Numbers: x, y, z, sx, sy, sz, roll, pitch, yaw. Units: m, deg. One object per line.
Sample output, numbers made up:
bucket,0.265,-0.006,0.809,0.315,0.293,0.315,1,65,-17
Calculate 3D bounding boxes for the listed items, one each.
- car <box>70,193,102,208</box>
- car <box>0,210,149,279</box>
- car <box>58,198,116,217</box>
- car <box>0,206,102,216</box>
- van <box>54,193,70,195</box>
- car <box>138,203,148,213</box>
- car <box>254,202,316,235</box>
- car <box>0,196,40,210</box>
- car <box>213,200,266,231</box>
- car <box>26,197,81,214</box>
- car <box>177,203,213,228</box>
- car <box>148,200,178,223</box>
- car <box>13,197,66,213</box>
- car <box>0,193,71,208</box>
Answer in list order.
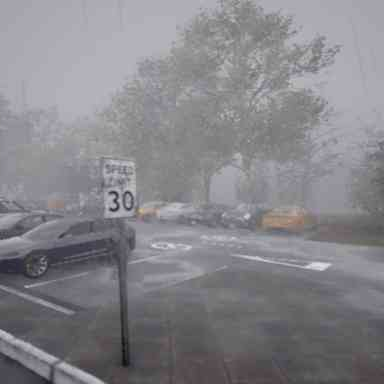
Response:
car,-7.431,1.133,29.475,2.435,2.045,5.566,1,0,36
car,-3.950,1.568,10.708,2.163,1.488,4.792,1,0,36
car,-9.707,1.385,31.058,2.163,1.488,4.792,1,0,36
car,-6.176,1.509,12.368,2.097,1.535,5.008,1,0,36
van,-11.962,1.101,32.875,1.878,1.987,4.442,1,0,36
car,-3.077,1.440,26.048,1.946,1.575,5.366,1,0,36
car,5.893,1.558,19.754,2.097,1.535,5.008,1,0,36
car,-20.887,1.268,39.220,2.097,1.535,5.008,0,0,36
car,3.674,1.404,21.412,2.185,1.767,4.553,1,0,36
car,-14.257,1.334,34.434,2.163,1.488,4.792,1,0,36
car,1.496,1.531,22.918,2.163,1.488,4.792,1,0,36
car,-0.729,1.512,24.568,2.002,1.452,4.674,1,0,36
car,-16.392,1.317,35.985,2.163,1.488,4.792,0,0,36
car,-8.406,1.228,14.016,2.435,2.045,5.566,1,0,36
